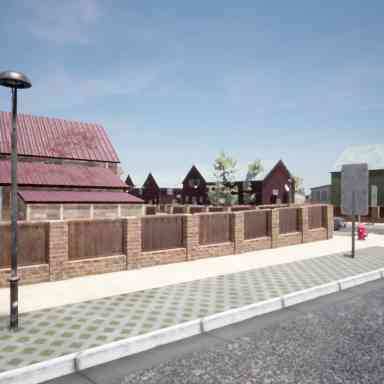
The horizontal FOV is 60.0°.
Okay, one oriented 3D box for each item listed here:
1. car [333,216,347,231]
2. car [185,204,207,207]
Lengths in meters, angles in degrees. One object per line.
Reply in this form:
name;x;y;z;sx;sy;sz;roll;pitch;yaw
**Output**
car;7.981;1.824;22.629;1.837;1.490;4.892;1;-2;-35
car;0.759;2.018;32.689;2.097;1.767;4.553;1;-2;-36
